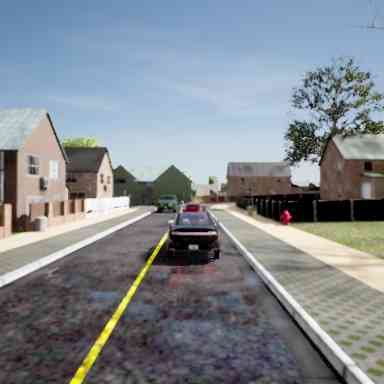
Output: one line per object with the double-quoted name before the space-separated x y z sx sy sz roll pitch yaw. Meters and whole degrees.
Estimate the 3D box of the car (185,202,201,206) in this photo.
"car" 0.071 1.611 28.140 1.812 1.442 4.674 0 0 0

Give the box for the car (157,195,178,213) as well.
"car" -2.813 1.350 38.864 2.150 2.045 5.566 0 -1 0

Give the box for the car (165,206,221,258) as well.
"car" 0.071 1.525 12.849 2.128 1.511 4.902 0 0 0
